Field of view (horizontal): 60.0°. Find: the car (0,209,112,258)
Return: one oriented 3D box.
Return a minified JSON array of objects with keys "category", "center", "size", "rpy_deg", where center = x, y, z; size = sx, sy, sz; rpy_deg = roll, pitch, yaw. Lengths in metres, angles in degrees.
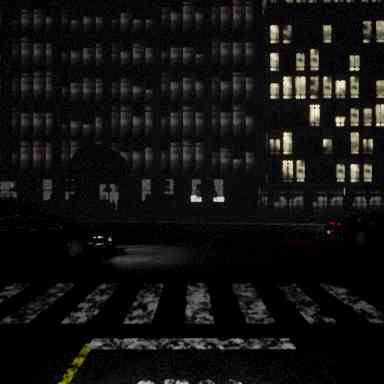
[{"category":"car","center":[-5.425,1.509,12.159],"size":[4.892,1.490,1.837],"rpy_deg":[-1,0,1]}]

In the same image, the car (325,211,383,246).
[{"category":"car","center":[8.694,1.642,15.266],"size":[4.892,1.490,1.837],"rpy_deg":[1,-1,1]}]

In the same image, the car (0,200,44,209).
[{"category":"car","center":[-10.692,1.228,18.913],"size":[4.553,1.767,2.097],"rpy_deg":[1,0,1]}]

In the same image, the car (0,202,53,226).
[{"category":"car","center":[-12.029,1.403,22.182],"size":[4.674,1.442,1.812],"rpy_deg":[1,-1,1]}]
